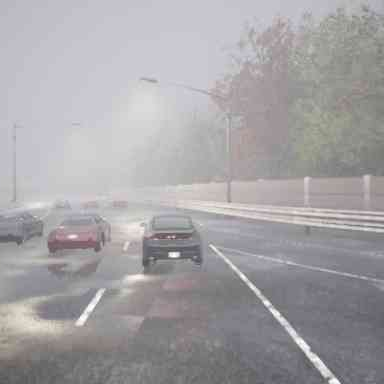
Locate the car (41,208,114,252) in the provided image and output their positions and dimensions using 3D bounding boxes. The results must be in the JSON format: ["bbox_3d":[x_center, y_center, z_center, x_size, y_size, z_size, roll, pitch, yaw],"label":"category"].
[{"bbox_3d":[-4.587,1.581,14.021,1.994,1.385,4.181,0,0,-8],"label":"car"}]

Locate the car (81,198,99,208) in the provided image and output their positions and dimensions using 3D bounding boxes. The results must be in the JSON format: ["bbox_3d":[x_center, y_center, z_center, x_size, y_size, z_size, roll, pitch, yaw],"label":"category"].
[{"bbox_3d":[-14.058,1.578,45.864,1.812,1.442,4.674,0,0,-25],"label":"car"}]

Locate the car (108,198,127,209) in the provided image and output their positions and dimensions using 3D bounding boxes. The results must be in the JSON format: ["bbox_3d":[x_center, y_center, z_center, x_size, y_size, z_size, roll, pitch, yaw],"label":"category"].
[{"bbox_3d":[-10.380,1.517,46.282,1.882,1.535,5.008,0,0,-24],"label":"car"}]

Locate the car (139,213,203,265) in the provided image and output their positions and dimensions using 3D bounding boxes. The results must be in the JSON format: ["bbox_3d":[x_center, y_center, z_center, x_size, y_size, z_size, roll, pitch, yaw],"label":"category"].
[{"bbox_3d":[-0.762,1.508,11.699,1.837,1.490,4.892,0,0,-6],"label":"car"}]

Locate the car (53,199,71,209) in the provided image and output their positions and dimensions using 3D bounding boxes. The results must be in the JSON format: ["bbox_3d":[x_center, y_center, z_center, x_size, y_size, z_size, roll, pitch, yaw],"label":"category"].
[{"bbox_3d":[-17.981,1.631,45.977,1.994,1.385,4.181,0,0,-26],"label":"car"}]

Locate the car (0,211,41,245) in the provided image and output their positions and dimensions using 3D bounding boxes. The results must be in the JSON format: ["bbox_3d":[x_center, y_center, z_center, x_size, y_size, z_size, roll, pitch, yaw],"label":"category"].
[{"bbox_3d":[-8.361,1.595,15.573,1.994,1.385,4.181,0,0,-9],"label":"car"}]
